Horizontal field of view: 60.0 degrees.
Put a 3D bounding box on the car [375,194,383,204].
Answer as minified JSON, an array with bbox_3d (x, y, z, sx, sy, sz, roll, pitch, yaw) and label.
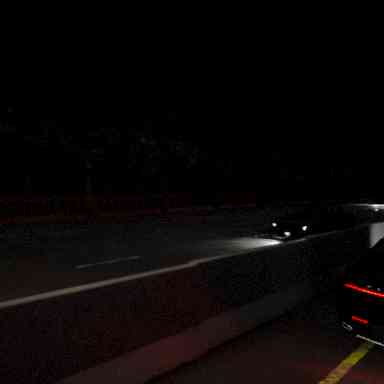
[{"bbox_3d":[25.714,0.904,43.527,4.181,1.385,1.994,0,1,-39],"label":"car"}]

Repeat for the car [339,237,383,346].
[{"bbox_3d":[4.137,1.421,5.560,4.892,1.490,1.837,-1,2,-44],"label":"car"}]

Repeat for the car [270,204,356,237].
[{"bbox_3d":[5.782,1.285,15.355,5.357,1.411,2.033,-1,2,-44],"label":"car"}]
